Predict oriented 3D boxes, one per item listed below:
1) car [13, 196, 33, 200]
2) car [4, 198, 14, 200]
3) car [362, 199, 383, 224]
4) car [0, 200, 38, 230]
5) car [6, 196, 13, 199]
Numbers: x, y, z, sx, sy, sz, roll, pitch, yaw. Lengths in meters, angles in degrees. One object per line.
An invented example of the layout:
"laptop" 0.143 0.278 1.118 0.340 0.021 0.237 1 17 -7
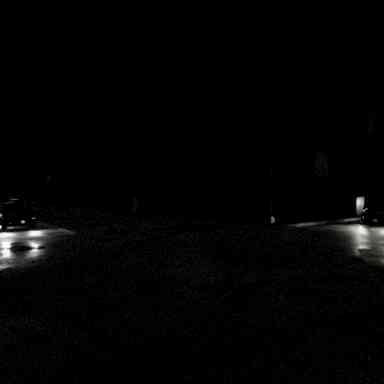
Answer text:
"car" -24.644 1.540 49.251 1.895 1.301 4.718 -1 0 -39
"car" -17.173 1.474 28.453 2.128 1.511 4.902 -1 0 -39
"car" 13.255 1.187 22.063 4.553 1.767 2.097 0 0 -35
"car" -11.279 1.483 21.117 1.837 1.490 4.892 -1 0 -39
"car" -30.985 1.435 57.035 2.128 1.511 4.902 -1 0 -38
